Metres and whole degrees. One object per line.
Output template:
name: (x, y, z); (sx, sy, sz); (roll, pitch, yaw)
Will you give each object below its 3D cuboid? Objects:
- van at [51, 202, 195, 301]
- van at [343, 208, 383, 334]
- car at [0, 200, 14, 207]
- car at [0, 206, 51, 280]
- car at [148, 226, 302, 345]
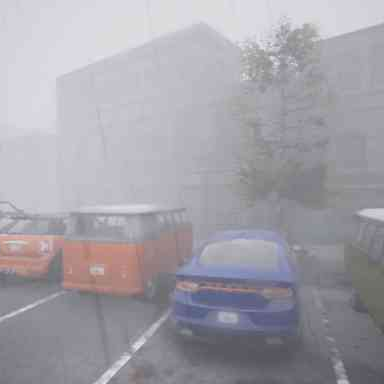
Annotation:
van: (-1.236, 1.280, 8.467); (1.878, 1.987, 4.442); (0, -1, 16)
van: (3.488, 1.258, 4.835); (1.878, 1.987, 4.442); (0, -1, 15)
car: (-8.424, 1.289, 13.491); (2.435, 2.045, 5.566); (0, -1, 16)
car: (-3.663, 1.388, 10.027); (2.185, 1.767, 4.553); (0, -1, 15)
car: (1.120, 1.494, 6.643); (2.097, 1.535, 5.008); (0, -1, 16)
